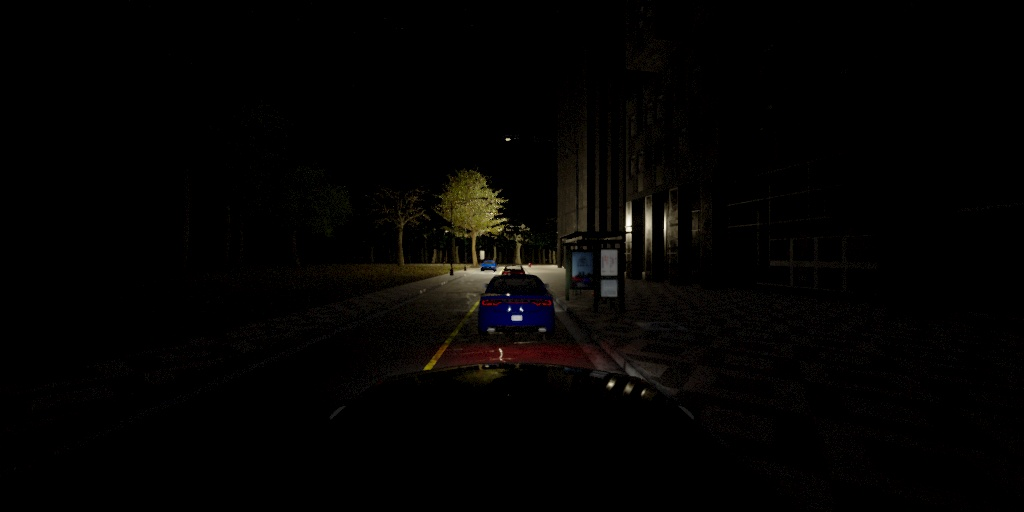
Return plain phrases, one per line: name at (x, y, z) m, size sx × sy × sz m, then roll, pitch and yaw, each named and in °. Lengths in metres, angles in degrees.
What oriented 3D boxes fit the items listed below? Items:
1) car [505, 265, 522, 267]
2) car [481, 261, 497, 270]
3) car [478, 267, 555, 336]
car at (0.129, 1.431, 30.274) m, size 1.895 × 1.301 × 4.718 m, roll 0°, pitch 0°, yaw 0°
car at (-3.041, 1.354, 47.271) m, size 1.882 × 1.535 × 5.008 m, roll 0°, pitch 0°, yaw 0°
car at (0.110, 1.242, 10.490) m, size 1.882 × 1.535 × 5.008 m, roll 0°, pitch 0°, yaw 0°
